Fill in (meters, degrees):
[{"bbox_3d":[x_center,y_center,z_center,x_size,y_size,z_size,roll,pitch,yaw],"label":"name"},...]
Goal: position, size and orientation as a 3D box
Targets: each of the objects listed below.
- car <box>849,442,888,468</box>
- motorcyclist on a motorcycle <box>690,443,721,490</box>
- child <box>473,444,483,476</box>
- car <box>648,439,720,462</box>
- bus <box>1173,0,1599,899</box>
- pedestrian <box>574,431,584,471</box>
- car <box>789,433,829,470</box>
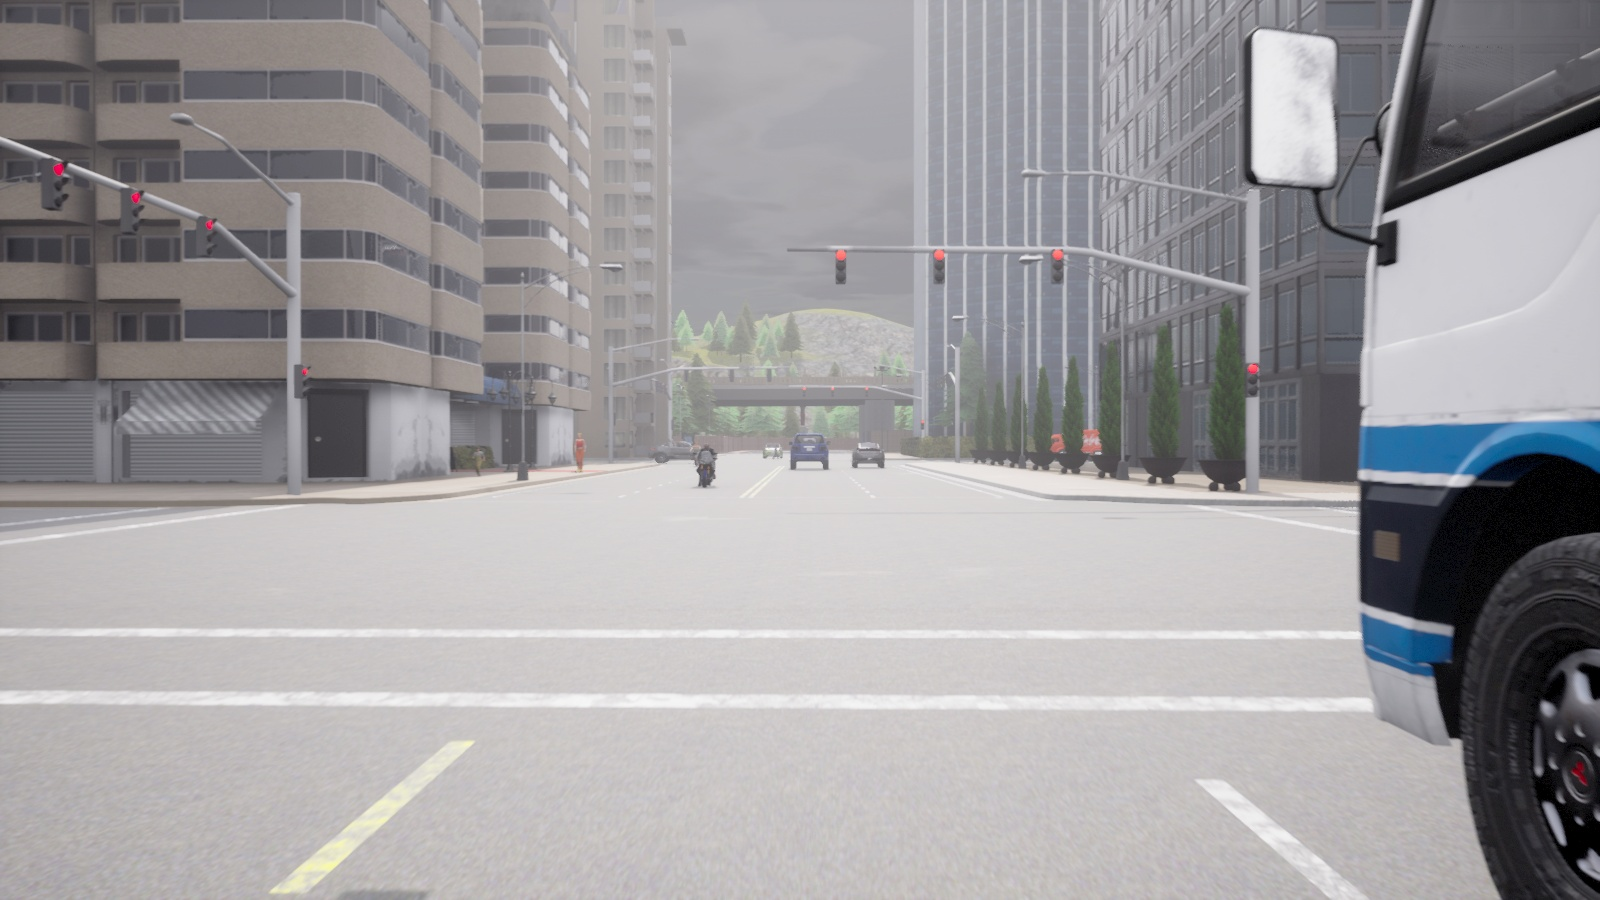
[{"bbox_3d":[4.052,0.282,75.242,2.128,1.511,4.902,0,0,0],"label":"car"},{"bbox_3d":[-3.181,0.539,42.597,0.866,1.530,2.191,0,0,0],"label":"motorcyclist on a motorcycle"},{"bbox_3d":[-12.892,0.391,50.228,0.270,1.263,0.437,0,0,3],"label":"child"},{"bbox_3d":[-8.418,0.004,91.196,5.027,1.651,2.152,0,0,0],"label":"car"},{"bbox_3d":[3.518,-0.628,0.164,3.944,4.253,10.273,0,0,0],"label":"bus"},{"bbox_3d":[-10.153,0.063,57.737,0.345,1.836,0.594,0,0,0],"label":"pedestrian"},{"bbox_3d":[0.522,0.064,71.214,2.150,2.045,5.566,0,0,1],"label":"car"}]
